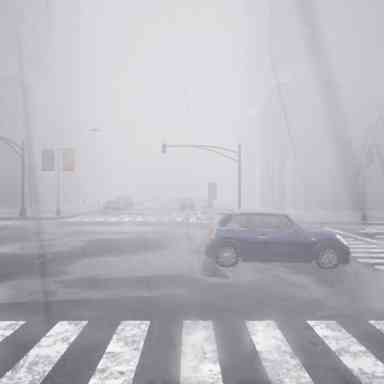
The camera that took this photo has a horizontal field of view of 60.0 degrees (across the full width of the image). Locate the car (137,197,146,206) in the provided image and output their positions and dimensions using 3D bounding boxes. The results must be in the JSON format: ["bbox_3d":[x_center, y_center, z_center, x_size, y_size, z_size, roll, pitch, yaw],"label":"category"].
[{"bbox_3d":[-9.174,1.570,55.011,1.752,1.417,4.829,0,0,0],"label":"car"}]

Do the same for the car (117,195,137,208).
[{"bbox_3d":[-9.118,1.335,44.329,2.192,1.841,5.009,0,0,0],"label":"car"}]

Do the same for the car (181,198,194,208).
[{"bbox_3d":[-0.621,1.614,49.795,1.802,1.307,4.206,0,0,0],"label":"car"}]

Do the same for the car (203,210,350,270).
[{"bbox_3d":[2.654,1.418,10.882,4.553,1.767,2.097,1,0,0],"label":"car"}]

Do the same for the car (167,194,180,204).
[{"bbox_3d":[-3.366,1.576,65.713,1.837,1.490,4.892,0,0,0],"label":"car"}]

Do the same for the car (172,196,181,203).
[{"bbox_3d":[-3.518,1.651,75.798,1.994,1.385,4.181,0,0,0],"label":"car"}]

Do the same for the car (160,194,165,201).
[{"bbox_3d":[-9.376,1.696,93.162,1.887,1.381,4.507,0,0,0],"label":"car"}]

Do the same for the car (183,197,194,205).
[{"bbox_3d":[-0.679,1.603,60.645,1.887,1.381,4.507,0,0,0],"label":"car"}]

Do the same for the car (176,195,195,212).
[{"bbox_3d":[-0.564,1.448,38.946,1.967,1.590,4.097,0,0,0],"label":"car"}]

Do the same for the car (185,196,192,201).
[{"bbox_3d":[-0.852,1.696,93.195,1.887,1.381,4.507,0,0,0],"label":"car"}]

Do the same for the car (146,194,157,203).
[{"bbox_3d":[-9.261,1.669,71.459,1.802,1.307,4.206,0,0,0],"label":"car"}]

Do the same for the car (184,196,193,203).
[{"bbox_3d":[-0.737,1.612,71.665,1.752,1.417,4.829,0,0,0],"label":"car"}]

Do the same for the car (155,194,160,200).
[{"bbox_3d":[-9.291,1.417,76.885,2.192,1.841,5.009,0,0,0],"label":"car"}]

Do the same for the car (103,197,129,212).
[{"bbox_3d":[-9.088,1.574,38.903,1.947,1.339,4.313,0,0,0],"label":"car"}]
